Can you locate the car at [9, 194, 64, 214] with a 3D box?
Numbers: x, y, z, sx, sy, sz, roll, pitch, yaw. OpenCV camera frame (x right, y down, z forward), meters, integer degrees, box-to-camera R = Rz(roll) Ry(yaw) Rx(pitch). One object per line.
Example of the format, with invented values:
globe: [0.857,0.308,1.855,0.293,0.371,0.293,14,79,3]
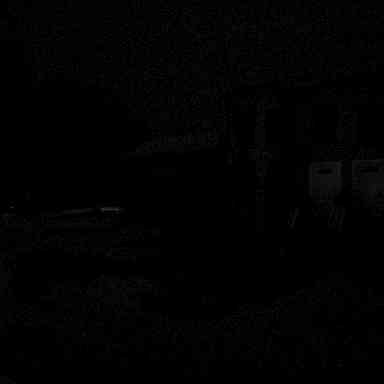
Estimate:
car: [-16.853,1.221,36.432,2.150,2.045,5.566,0,0,36]

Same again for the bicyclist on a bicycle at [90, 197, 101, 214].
bicyclist on a bicycle: [-9.426,1.344,32.352,1.656,1.620,0.582,0,1,36]

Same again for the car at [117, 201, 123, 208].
car: [-8.489,1.478,47.899,1.882,1.535,5.008,0,1,36]
